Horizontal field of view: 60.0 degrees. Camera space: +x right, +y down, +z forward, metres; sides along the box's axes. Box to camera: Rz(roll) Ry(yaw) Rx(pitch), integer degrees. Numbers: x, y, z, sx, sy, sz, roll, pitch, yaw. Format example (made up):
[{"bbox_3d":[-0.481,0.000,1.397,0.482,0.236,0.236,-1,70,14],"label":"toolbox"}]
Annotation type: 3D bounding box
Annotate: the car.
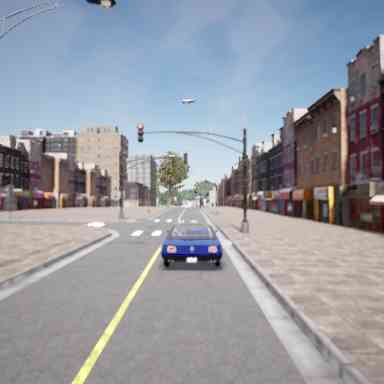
[{"bbox_3d":[0.005,1.753,12.052,1.895,1.301,4.718,0,-1,0],"label":"car"}]
